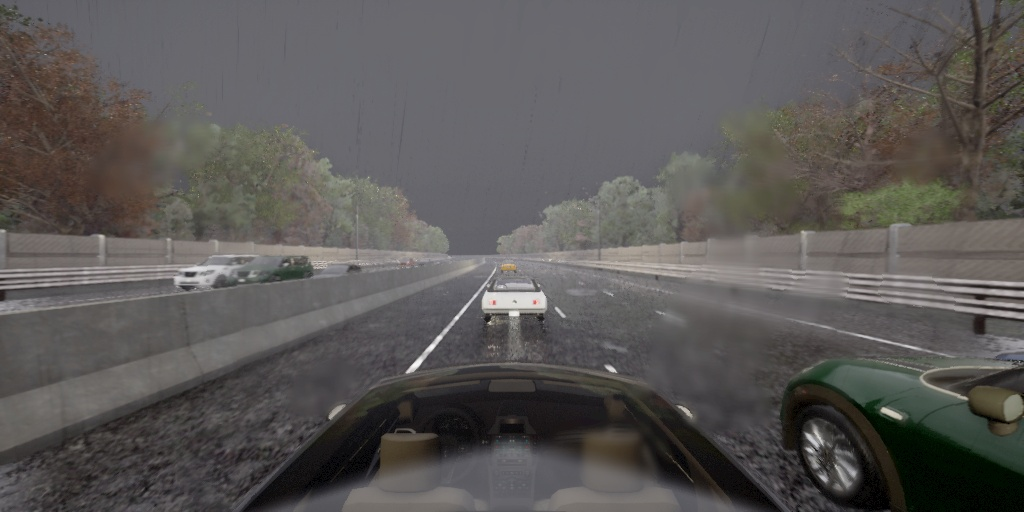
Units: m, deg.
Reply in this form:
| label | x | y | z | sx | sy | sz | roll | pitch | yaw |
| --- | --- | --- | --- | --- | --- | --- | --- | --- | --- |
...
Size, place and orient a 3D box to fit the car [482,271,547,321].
| label | x | y | z | sx | sy | sz | roll | pitch | yaw |
| --- | --- | --- | --- | --- | --- | --- | --- | --- | --- |
| car | 0.057 | 1.355 | 12.422 | 1.895 | 1.301 | 4.718 | 0 | 0 | 0 |

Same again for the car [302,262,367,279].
| label | x | y | z | sx | sy | sz | roll | pitch | yaw |
| --- | --- | --- | --- | --- | --- | --- | --- | --- | --- |
| car | -10.737 | 1.262 | 22.546 | 1.837 | 1.490 | 4.892 | 0 | 0 | -1 |

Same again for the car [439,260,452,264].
| label | x | y | z | sx | sy | sz | roll | pitch | yaw |
| --- | --- | --- | --- | --- | --- | --- | --- | --- | --- |
| car | -11.615 | 1.369 | 63.349 | 1.895 | 1.301 | 4.718 | 0 | 0 | -1 |

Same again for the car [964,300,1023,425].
| label | x | y | z | sx | sy | sz | roll | pitch | yaw |
| --- | --- | --- | --- | --- | --- | --- | --- | --- | --- |
| car | 7.096 | 1.297 | 2.144 | 2.033 | 1.411 | 5.357 | 0 | 0 | 0 |

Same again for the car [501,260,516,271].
| label | x | y | z | sx | sy | sz | roll | pitch | yaw |
| --- | --- | --- | --- | --- | --- | --- | --- | --- | --- |
| car | -0.442 | 1.222 | 44.660 | 1.801 | 1.575 | 5.366 | 0 | 0 | -1 |

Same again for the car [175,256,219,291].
| label | x | y | z | sx | sy | sz | roll | pitch | yaw |
| --- | --- | --- | --- | --- | --- | --- | --- | --- | --- |
| car | -17.735 | 0.978 | 22.390 | 2.150 | 2.045 | 5.566 | 0 | 0 | -1 |

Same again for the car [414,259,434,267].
| label | x | y | z | sx | sy | sz | roll | pitch | yaw |
| --- | --- | --- | --- | --- | --- | --- | --- | --- | --- |
| car | -15.104 | 1.313 | 63.155 | 2.033 | 1.411 | 5.357 | 0 | 0 | -2 |

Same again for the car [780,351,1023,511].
| label | x | y | z | sx | sy | sz | roll | pitch | yaw |
| --- | --- | --- | --- | --- | --- | --- | --- | --- | --- |
| car | 3.592 | 1.102 | 1.507 | 2.097 | 1.767 | 4.553 | 0 | 0 | 0 |

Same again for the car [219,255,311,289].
| label | x | y | z | sx | sy | sz | roll | pitch | yaw |
| --- | --- | --- | --- | --- | --- | --- | --- | --- | --- |
| car | -14.225 | 0.978 | 21.664 | 2.150 | 2.045 | 5.566 | 0 | 0 | -1 |
